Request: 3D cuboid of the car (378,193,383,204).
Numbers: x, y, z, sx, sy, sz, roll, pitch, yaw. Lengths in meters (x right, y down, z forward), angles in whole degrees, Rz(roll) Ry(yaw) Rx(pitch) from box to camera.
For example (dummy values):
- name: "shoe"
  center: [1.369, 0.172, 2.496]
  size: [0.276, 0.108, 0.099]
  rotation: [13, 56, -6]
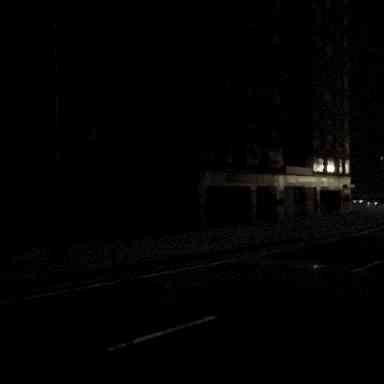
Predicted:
- name: "car"
  center: [36.568, 1.321, 61.227]
  size: [2.150, 2.045, 5.566]
  rotation: [-1, 0, 16]

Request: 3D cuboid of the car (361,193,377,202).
- name: "car"
  center: [40.941, 1.613, 76.442]
  size: [1.837, 1.490, 4.892]
  rotation: [-1, 0, 16]
